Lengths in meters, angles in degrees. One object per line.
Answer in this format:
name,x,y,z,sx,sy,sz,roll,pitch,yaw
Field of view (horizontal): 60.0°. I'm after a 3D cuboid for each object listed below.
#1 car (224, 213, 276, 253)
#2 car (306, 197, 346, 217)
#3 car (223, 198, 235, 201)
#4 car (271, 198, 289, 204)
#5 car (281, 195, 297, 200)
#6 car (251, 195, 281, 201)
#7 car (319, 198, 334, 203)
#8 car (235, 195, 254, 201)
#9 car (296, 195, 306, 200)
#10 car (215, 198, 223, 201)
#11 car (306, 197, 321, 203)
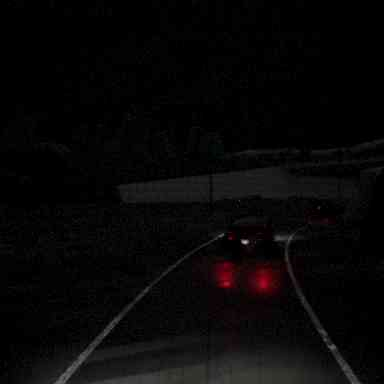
car,2.520,1.619,14.160,1.812,1.442,4.674,0,0,15
car,13.967,1.613,34.410,2.097,1.767,4.553,0,0,41
car,9.138,1.960,68.465,4.674,1.442,1.812,1,0,-42
car,20.983,2.074,78.971,4.674,1.442,1.812,1,0,-42
car,23.621,1.773,76.633,5.566,2.045,2.150,1,0,-42
car,14.251,1.926,63.667,4.902,1.511,2.128,0,0,-41
car,35.201,2.254,86.902,4.718,1.301,1.895,1,0,-42
car,11.639,1.654,66.011,5.566,2.045,2.150,0,0,-41
car,25.865,1.897,73.944,4.553,1.767,2.097,1,0,-42
car,6.584,1.991,70.878,4.181,1.385,1.994,1,0,-42
car,32.829,2.187,89.476,4.674,1.442,1.812,1,0,-42
